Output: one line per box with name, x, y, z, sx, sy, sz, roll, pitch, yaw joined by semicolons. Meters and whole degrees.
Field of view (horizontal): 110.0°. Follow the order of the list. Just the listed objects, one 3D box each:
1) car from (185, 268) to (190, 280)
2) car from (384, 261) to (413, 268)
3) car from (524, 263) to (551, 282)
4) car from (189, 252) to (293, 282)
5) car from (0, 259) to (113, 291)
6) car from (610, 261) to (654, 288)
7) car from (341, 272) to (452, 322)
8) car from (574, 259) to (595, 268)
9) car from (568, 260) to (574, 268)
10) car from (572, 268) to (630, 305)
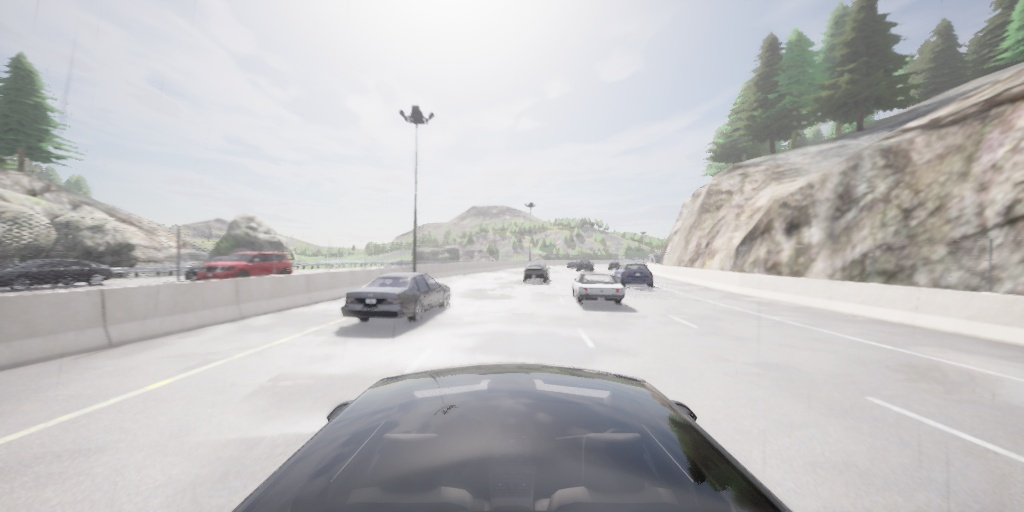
car;-19.738;0.812;24.817;2.097;1.767;4.553;1;0;7
car;-11.078;1.160;35.694;1.994;1.385;4.181;1;0;10
car;2.102;1.296;29.744;1.837;1.490;4.892;0;0;10
car;-16.480;0.733;22.667;2.150;2.045;5.566;1;0;6
car;-23.890;0.901;18.431;1.837;1.490;4.892;1;0;5
car;8.591;1.239;25.633;2.097;1.767;4.553;1;0;8
car;-3.531;1.248;12.019;2.033;1.411;5.357;1;0;5
car;10.530;1.276;50.911;2.097;1.767;4.553;1;0;17
car;11.216;1.430;63.884;2.128;1.511;4.902;1;0;22
car;3.797;1.413;16.519;1.895;1.301;4.718;1;0;6
